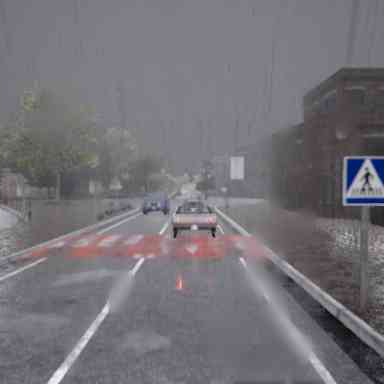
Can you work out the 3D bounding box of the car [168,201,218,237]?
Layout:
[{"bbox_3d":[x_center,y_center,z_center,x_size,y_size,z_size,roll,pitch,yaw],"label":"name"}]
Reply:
[{"bbox_3d":[0.101,1.359,15.528,1.895,1.301,4.718,0,-6,0],"label":"car"}]

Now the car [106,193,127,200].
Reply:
[{"bbox_3d":[-15.377,0.829,67.838,2.033,1.411,5.357,1,1,21],"label":"car"}]

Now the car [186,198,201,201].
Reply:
[{"bbox_3d":[0.127,1.305,31.063,1.837,1.490,4.892,0,0,1],"label":"car"}]

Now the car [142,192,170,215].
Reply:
[{"bbox_3d":[-3.263,1.025,31.345,2.150,2.045,5.566,0,0,0],"label":"car"}]
